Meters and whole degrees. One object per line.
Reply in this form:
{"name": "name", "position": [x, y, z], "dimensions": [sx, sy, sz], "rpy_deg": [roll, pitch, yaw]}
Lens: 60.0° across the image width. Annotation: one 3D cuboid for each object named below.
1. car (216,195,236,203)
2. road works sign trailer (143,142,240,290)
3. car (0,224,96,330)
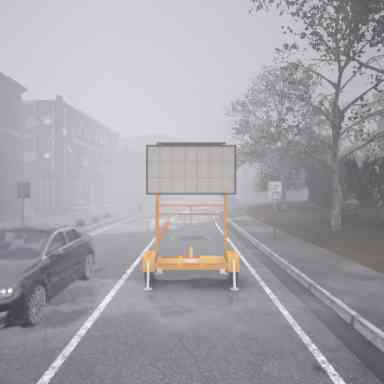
{"name": "car", "position": [6.533, 1.349, 63.576], "dimensions": [2.128, 1.511, 4.902], "rpy_deg": [-1, 0, 42]}
{"name": "road works sign trailer", "position": [-0.022, 0.467, 9.028], "dimensions": [2.380, 3.560, 2.880], "rpy_deg": [0, 0, 0]}
{"name": "car", "position": [-3.497, 1.493, 7.079], "dimensions": [2.128, 1.511, 4.902], "rpy_deg": [0, 0, 0]}
